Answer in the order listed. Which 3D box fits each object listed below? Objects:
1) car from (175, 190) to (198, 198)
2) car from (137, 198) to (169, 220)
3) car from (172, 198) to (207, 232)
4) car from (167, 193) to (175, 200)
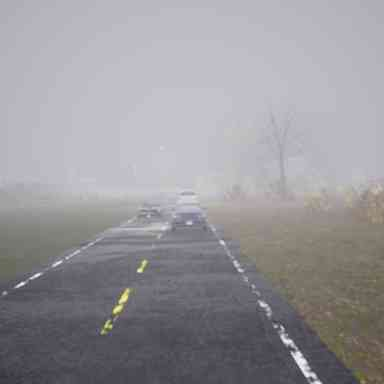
[{"bbox_3d":[-0.459,0.803,36.840,2.150,2.045,5.566,-2,1,-1],"label":"car"},{"bbox_3d":[-3.107,1.383,25.878,1.895,1.301,4.718,-2,1,-1],"label":"car"},{"bbox_3d":[-0.152,1.311,18.682,1.812,1.442,4.674,-2,1,-1],"label":"car"},{"bbox_3d":[-3.747,0.880,64.492,1.837,1.490,4.892,-2,1,-1],"label":"car"}]
